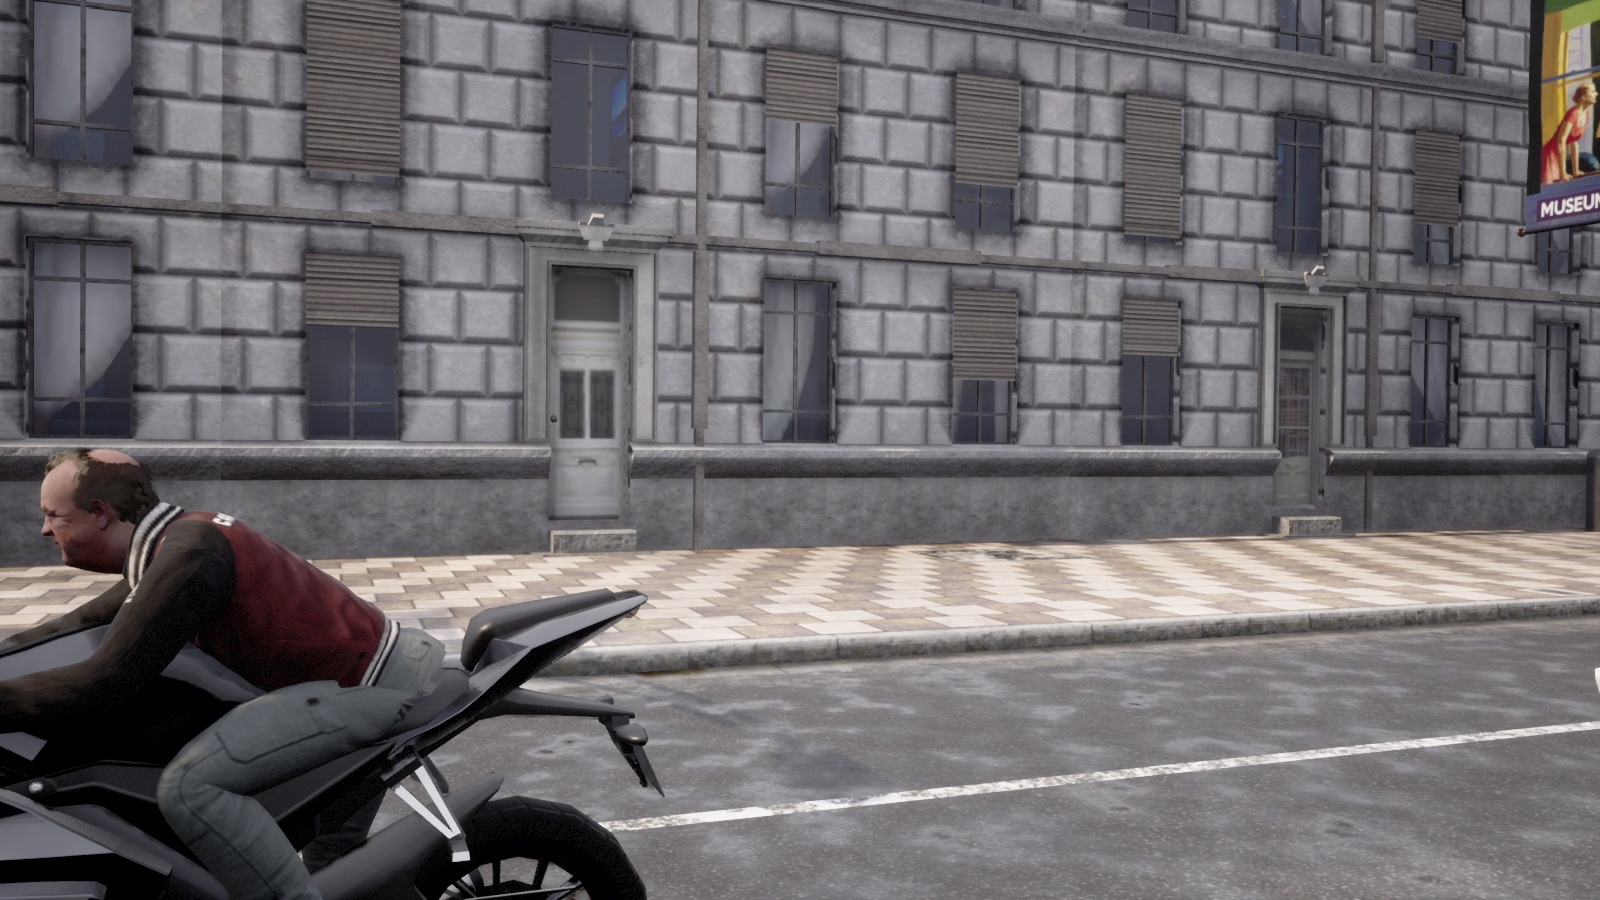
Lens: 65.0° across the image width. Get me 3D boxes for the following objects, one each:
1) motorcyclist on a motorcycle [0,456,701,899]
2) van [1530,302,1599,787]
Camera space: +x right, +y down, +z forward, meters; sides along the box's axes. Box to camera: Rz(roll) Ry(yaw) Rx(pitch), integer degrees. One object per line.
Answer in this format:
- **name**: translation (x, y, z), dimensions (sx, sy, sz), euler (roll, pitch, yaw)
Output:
- **motorcyclist on a motorcycle**: translation (-1.392, 0.804, 2.711), dimensions (2.191, 1.530, 0.866), euler (-1, 1, -21)
- **van**: translation (5.699, 0.372, 5.398), dimensions (4.480, 2.038, 2.069), euler (-1, 1, -21)
